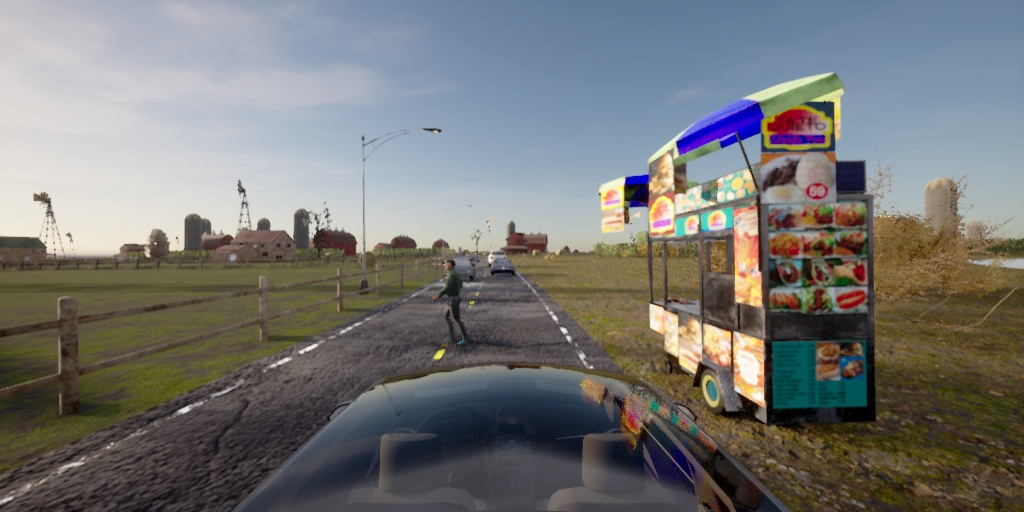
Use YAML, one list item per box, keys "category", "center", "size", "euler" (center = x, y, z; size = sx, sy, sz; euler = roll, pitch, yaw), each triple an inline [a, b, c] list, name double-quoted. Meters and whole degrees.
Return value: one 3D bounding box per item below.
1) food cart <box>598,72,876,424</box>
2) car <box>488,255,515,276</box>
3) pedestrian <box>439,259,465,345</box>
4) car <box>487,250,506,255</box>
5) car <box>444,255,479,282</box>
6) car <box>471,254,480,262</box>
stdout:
- category: "food cart"
  center: [3.109, 0.152, 5.534]
  size: [2.280, 3.560, 4.660]
  euler: [0, 0, -1]
- category: "car"
  center: [-0.782, 0.854, 29.839]
  size: [1.994, 1.385, 4.181]
  euler: [0, 1, -3]
- category: "pedestrian"
  center: [-1.280, 0.944, 7.649]
  size: [0.375, 1.860, 0.375]
  euler: [1, 0, 1]
- category: "car"
  center: [-1.872, 0.288, 44.904]
  size: [2.150, 2.045, 5.566]
  euler: [0, 1, -6]
- category: "car"
  center: [-3.427, 0.894, 24.260]
  size: [1.812, 1.442, 4.674]
  euler: [1, 1, -3]
- category: "car"
  center: [-6.789, 0.351, 63.596]
  size: [1.994, 1.385, 4.181]
  euler: [1, 1, -7]
